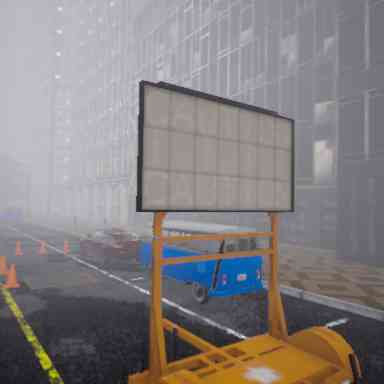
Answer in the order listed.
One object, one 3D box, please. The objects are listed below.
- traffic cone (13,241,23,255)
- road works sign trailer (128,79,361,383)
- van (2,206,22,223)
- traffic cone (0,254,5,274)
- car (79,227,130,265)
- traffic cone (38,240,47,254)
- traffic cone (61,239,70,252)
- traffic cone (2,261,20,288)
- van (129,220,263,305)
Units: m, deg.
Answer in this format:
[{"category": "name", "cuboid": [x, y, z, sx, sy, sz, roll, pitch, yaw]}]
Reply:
[{"category": "traffic cone", "cuboid": [-7.555, 2.421, 14.453, 0.340, 0.580, 0.340, 3, -3, -36]}, {"category": "road works sign trailer", "cuboid": [0.279, 0.649, 4.119, 2.380, 3.560, 2.880, 3, -3, -36]}, {"category": "van", "cuboid": [-19.897, 2.482, 36.741, 1.690, 1.788, 3.998, 2, -3, -36]}, {"category": "traffic cone", "cuboid": [-6.033, 2.293, 10.623, 0.340, 0.580, 0.340, 3, -3, -36]}, {"category": "car", "cuboid": [-3.283, 2.089, 13.604, 1.802, 1.307, 4.206, 2, -3, -36]}, {"category": "traffic cone", "cuboid": [-6.743, 2.459, 15.036, 0.340, 0.580, 0.340, 3, -3, -36]}, {"category": "traffic cone", "cuboid": [-5.931, 2.497, 15.618, 0.340, 0.580, 0.340, 3, -3, -36]}, {"category": "traffic cone", "cuboid": [-4.867, 2.248, 8.999, 0.340, 0.580, 0.340, 3, -3, -36]}, {"category": "van", "cuboid": [0.043, 1.720, 8.988, 1.690, 1.788, 3.998, 2, -3, -36]}]
